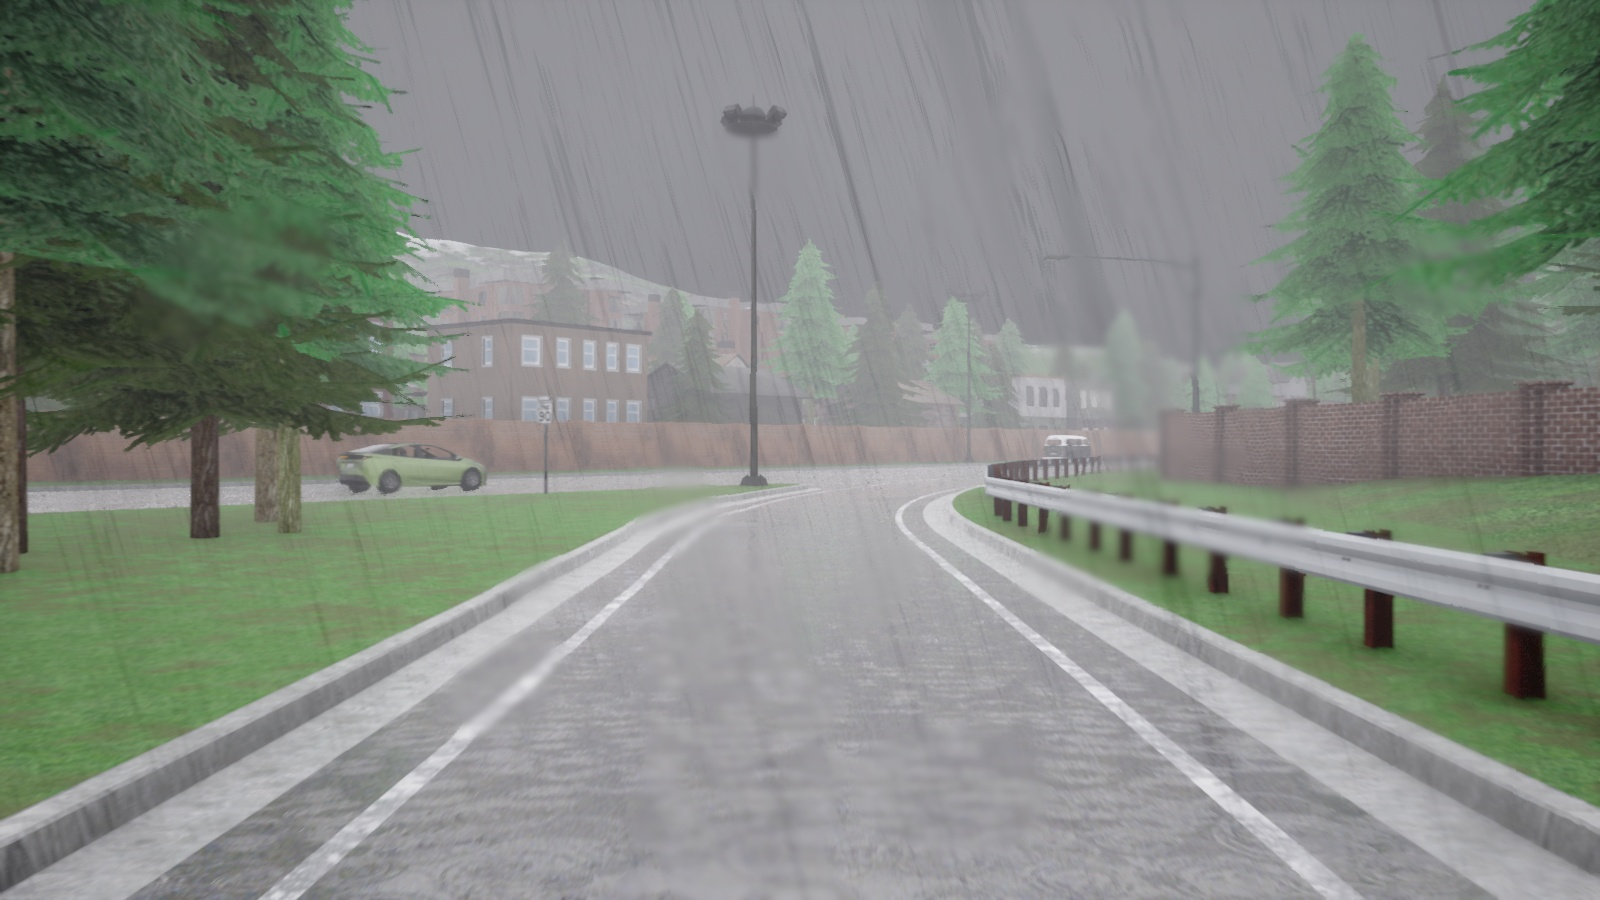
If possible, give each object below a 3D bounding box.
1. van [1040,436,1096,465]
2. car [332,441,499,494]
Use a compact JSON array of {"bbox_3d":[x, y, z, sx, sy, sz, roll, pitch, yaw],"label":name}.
[{"bbox_3d":[18.866,0.015,88.254,2.069,2.038,4.480,0,1,38],"label":"van"},{"bbox_3d":[-11.663,0.480,38.332,2.007,1.525,4.514,0,0,39],"label":"car"}]
